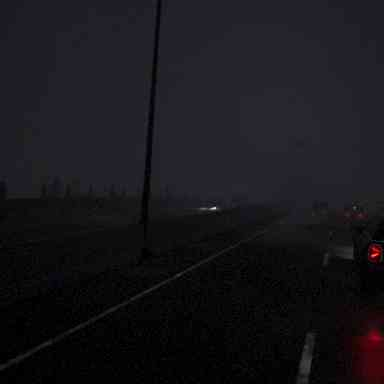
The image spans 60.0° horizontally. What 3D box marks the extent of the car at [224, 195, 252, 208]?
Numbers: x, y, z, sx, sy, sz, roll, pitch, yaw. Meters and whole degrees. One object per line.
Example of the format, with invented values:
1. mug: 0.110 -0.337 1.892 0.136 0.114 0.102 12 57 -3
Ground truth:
1. car: 6.726 1.366 46.257 2.150 2.045 5.566 0 -2 24

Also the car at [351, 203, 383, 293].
1. car: 5.350 1.333 8.459 2.097 1.767 4.553 0 0 24

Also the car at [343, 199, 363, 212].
1. car: 18.566 1.549 38.183 1.812 1.442 4.674 0 -1 24

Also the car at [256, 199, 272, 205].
1. car: 9.926 1.644 44.846 1.994 1.385 4.181 0 -2 24

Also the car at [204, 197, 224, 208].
1. car: 3.339 1.527 47.273 1.837 1.490 4.892 0 -2 24

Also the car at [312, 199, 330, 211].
1. car: 15.476 1.541 39.845 1.812 1.442 4.674 0 -2 24

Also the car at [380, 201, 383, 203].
1. car: 21.496 1.584 36.160 1.994 1.385 4.181 0 -1 24
